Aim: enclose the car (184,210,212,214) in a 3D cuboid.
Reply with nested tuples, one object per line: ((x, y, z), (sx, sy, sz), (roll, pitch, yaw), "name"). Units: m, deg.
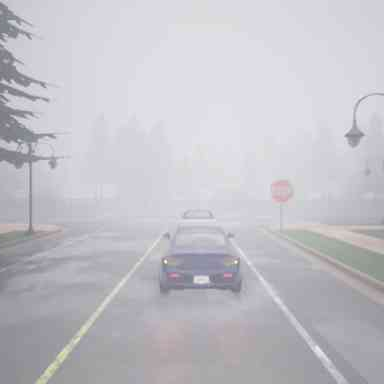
((0.336, 1.645, 18.482), (1.895, 1.301, 4.718), (0, 0, 1), "car")

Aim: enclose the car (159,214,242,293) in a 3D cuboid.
((0.189, 1.543, 8.792), (1.812, 1.442, 4.674), (0, 0, 0), "car")
